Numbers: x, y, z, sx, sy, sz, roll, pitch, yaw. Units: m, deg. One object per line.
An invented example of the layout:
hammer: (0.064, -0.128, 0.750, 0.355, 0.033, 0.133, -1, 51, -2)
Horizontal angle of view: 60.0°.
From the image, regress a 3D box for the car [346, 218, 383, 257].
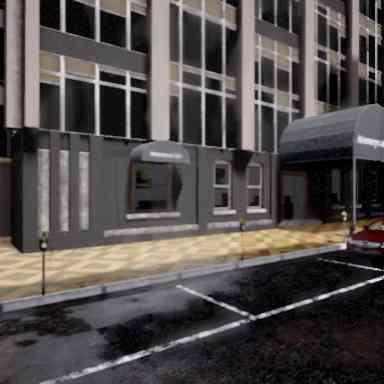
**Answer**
car: (7.117, 1.549, 11.631, 4.206, 1.307, 1.802, 0, 0, -35)
